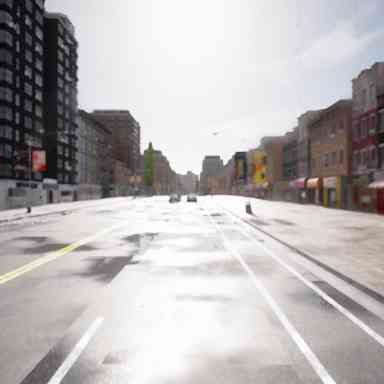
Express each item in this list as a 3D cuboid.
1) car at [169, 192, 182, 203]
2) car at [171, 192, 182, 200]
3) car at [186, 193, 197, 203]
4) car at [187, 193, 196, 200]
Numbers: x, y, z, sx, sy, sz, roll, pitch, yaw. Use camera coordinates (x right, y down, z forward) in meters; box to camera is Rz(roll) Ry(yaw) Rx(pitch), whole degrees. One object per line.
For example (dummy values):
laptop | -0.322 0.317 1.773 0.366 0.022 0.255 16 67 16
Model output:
car | -3.277 1.200 61.056 2.033 1.411 5.357 0 0 0
car | -3.280 0.840 71.362 2.097 1.767 4.553 0 0 0
car | -0.027 1.212 61.492 1.994 1.385 4.181 0 0 0
car | -0.030 0.963 71.393 1.882 1.535 5.008 0 0 0
